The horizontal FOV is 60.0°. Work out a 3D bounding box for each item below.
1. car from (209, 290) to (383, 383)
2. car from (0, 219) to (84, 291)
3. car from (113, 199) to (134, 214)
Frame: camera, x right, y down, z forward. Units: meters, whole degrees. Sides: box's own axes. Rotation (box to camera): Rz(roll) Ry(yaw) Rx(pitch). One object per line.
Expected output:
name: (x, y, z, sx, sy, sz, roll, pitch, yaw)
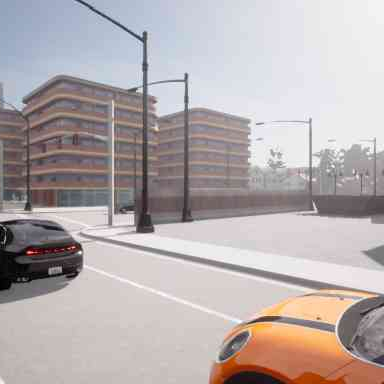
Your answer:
car: (2.302, 1.352, 2.314, 4.553, 1.767, 2.097, 0, 0, 40)
car: (-4.708, 1.505, 9.187, 1.837, 1.490, 4.892, 0, 0, -43)
car: (-6.304, 1.491, 34.998, 4.902, 1.511, 2.128, 0, 0, -44)
